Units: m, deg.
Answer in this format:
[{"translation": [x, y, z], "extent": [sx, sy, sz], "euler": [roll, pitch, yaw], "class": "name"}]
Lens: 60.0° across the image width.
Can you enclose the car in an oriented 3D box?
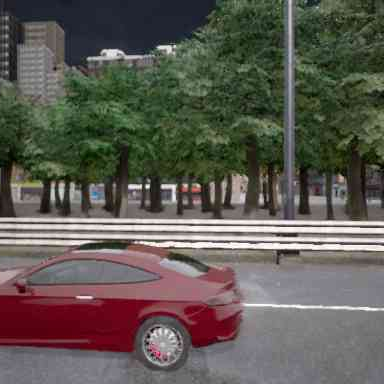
[{"translation": [-1.553, 1.527, 5.154], "extent": [4.674, 1.442, 1.812], "euler": [0, 0, 6], "class": "car"}]
